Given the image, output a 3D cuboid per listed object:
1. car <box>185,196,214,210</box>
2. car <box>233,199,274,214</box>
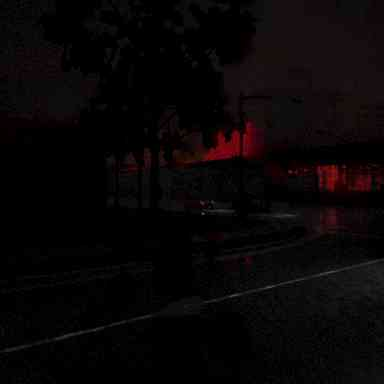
[{"bbox_3d":[0.958,1.352,43.580,2.097,1.767,4.553,0,0,-33],"label":"car"},{"bbox_3d":[6.426,1.478,35.385,1.882,1.535,5.008,0,0,-34],"label":"car"}]
